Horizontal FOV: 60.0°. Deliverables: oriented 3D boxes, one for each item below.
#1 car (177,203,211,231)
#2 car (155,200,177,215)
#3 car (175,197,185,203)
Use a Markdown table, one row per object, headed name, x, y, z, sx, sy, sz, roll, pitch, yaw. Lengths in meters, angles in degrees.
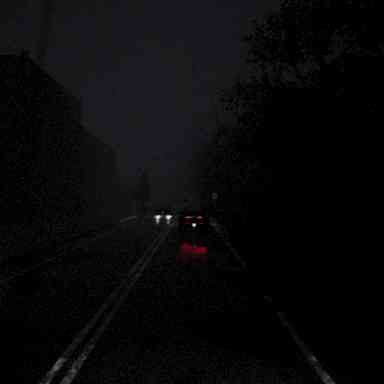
| name | x | y | z | sx | sy | sz | roll | pitch | yaw |
| --- | --- | --- | --- | --- | --- | --- | --- | --- | --- |
| car | 0.129 | 1.663 | 21.586 | 1.837 | 1.490 | 4.892 | 0 | -1 | 0 |
| car | -3.260 | 1.972 | 39.486 | 2.033 | 1.411 | 5.357 | 0 | -1 | 0 |
| car | -2.920 | 2.260 | 80.370 | 2.150 | 2.045 | 5.566 | 0 | -1 | 0 |
